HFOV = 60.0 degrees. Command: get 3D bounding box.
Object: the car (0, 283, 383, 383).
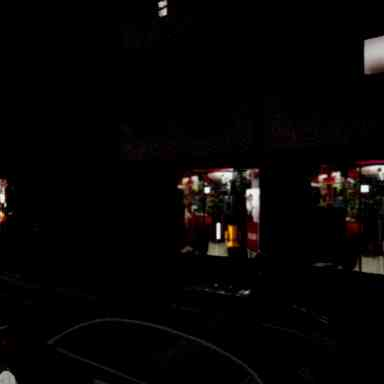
[{"bbox_3d":[-0.144,1.552,2.981,4.403,1.369,2.008,0,0,36],"label":"car"}]
